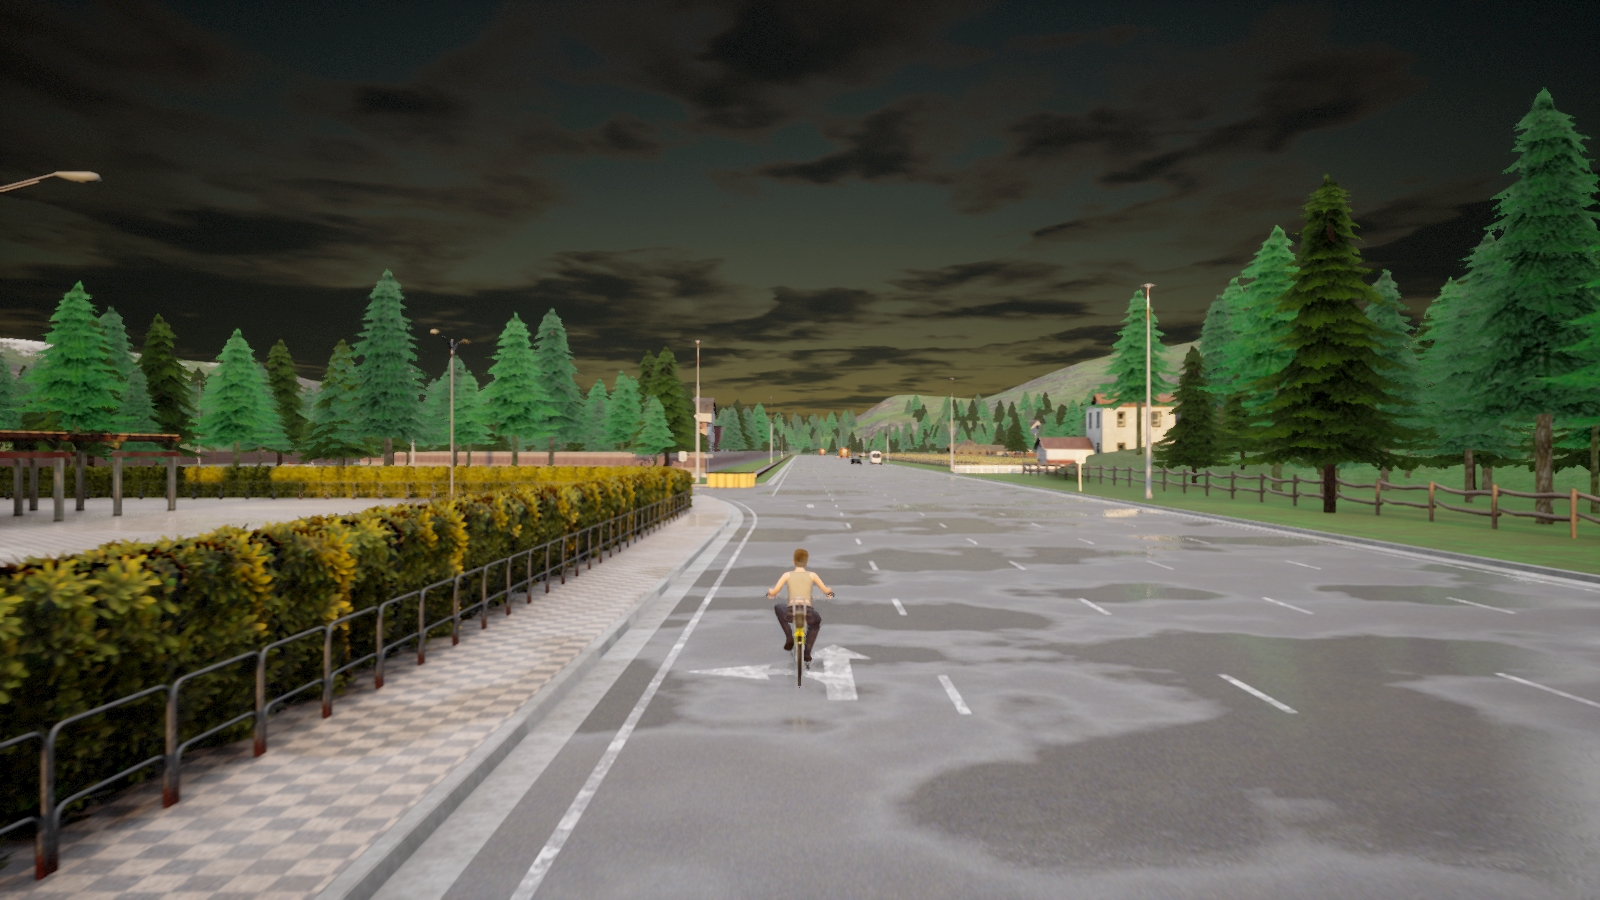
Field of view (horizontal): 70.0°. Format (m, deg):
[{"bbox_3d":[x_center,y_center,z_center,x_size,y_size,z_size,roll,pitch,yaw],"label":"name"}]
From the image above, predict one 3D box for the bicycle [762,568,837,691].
[{"bbox_3d":[0.000,2.158,13.975,0.859,1.276,1.487,0,0,0],"label":"bicycle"}]
